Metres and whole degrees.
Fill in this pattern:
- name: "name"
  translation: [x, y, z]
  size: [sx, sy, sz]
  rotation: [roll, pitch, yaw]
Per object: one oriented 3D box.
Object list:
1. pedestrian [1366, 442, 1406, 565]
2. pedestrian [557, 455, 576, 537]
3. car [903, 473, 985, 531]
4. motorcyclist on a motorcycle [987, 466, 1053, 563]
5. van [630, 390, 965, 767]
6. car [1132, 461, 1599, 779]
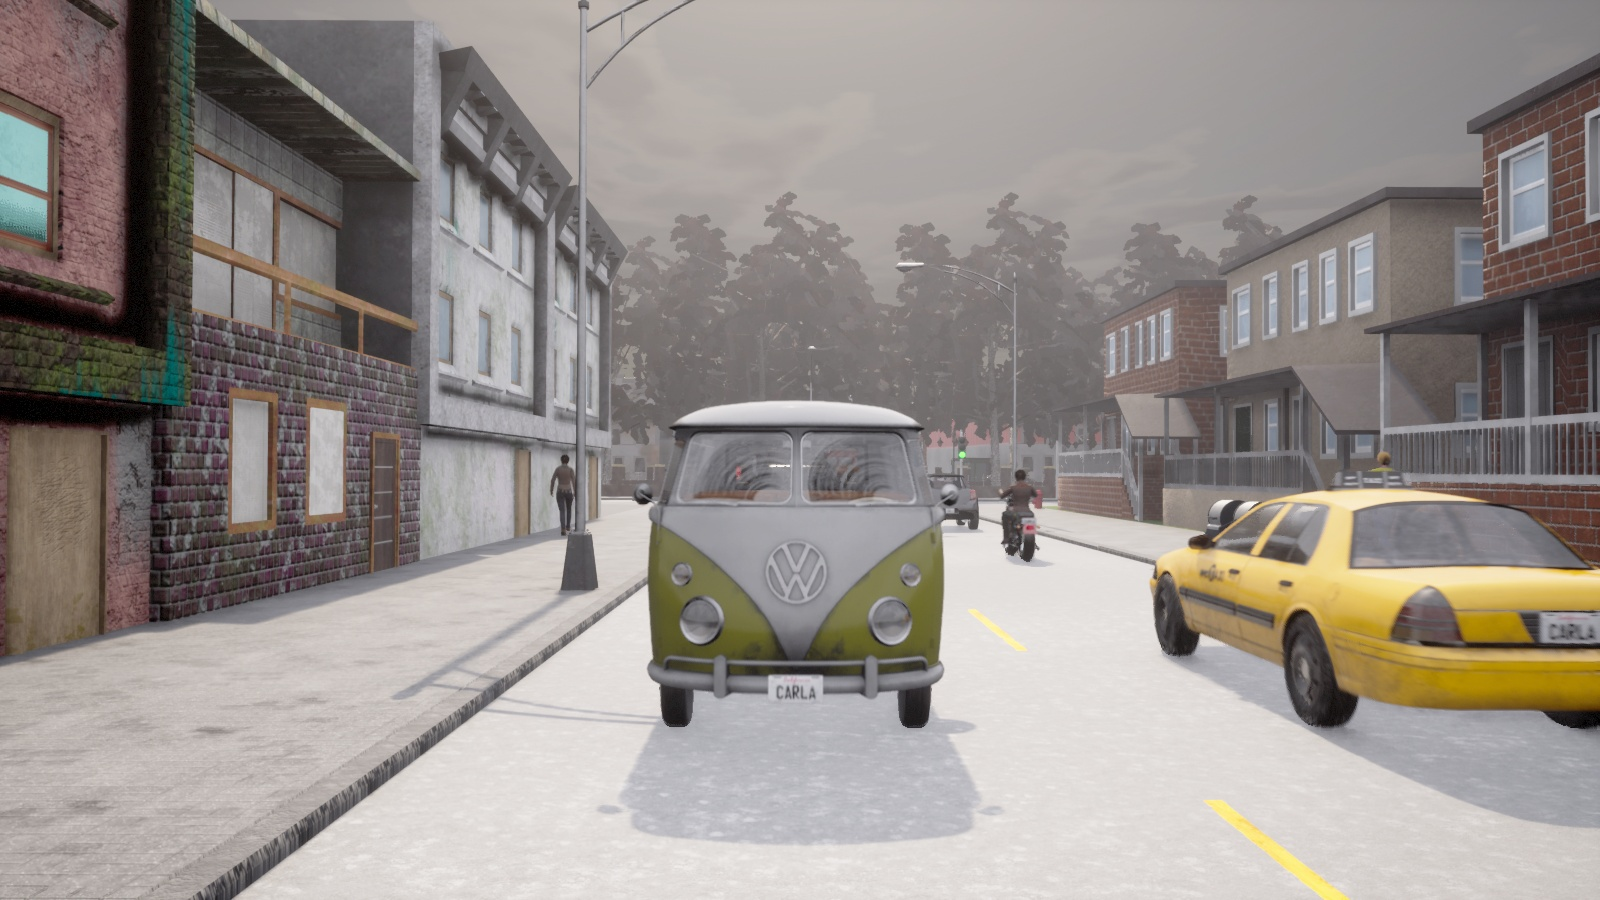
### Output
- name: "pedestrian"
  translation: [8.979, 0.811, 19.253]
  size: [0.354, 1.836, 0.706]
  rotation: [0, -1, 9]
- name: "pedestrian"
  translation: [-5.213, 1.014, 28.007]
  size: [0.328, 1.805, 0.869]
  rotation: [0, -1, -5]
- name: "car"
  translation: [3.924, 1.396, 34.797]
  size: [1.845, 1.501, 3.633]
  rotation: [0, -1, 0]
- name: "motorcyclist on a motorcycle"
  translation: [3.951, 1.130, 22.751]
  size: [0.766, 1.649, 2.350]
  rotation: [0, -1, 0]
- name: "van"
  translation: [-0.020, 0.716, 8.887]
  size: [1.775, 1.987, 4.442]
  rotation: [0, -1, 0]
- name: "car"
  translation: [3.981, 0.887, 8.929]
  size: [1.801, 1.575, 5.366]
  rotation: [0, -1, 0]
